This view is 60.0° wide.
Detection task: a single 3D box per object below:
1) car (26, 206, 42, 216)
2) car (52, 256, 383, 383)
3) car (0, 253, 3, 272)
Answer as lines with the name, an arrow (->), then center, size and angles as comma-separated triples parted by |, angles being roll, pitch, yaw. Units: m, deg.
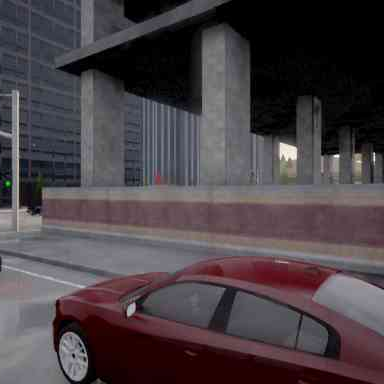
car -> -14.070, 1.656, 33.511 | 1.895, 1.301, 4.718 | 0, 0, 36
car -> 0.470, 1.478, 3.655 | 5.008, 1.535, 1.882 | 0, 0, 35
car -> -6.876, 1.564, 8.844 | 4.181, 1.385, 1.994 | 0, 0, 36
